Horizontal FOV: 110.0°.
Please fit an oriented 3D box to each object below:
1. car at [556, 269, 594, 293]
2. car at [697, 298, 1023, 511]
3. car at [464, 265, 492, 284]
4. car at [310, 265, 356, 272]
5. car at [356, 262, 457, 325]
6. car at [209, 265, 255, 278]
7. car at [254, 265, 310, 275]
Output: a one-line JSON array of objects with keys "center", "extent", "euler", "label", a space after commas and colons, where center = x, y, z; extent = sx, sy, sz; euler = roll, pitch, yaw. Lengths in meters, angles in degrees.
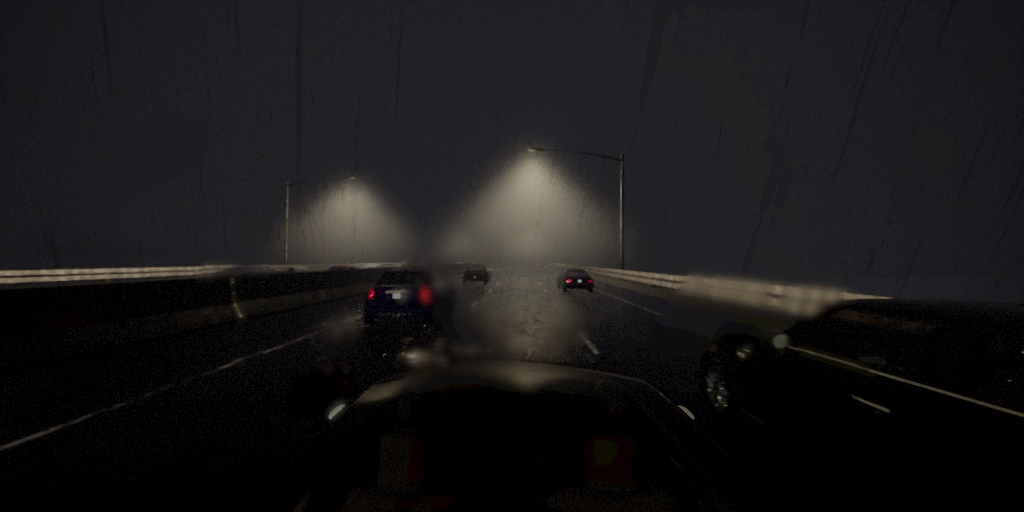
[{"center": [4.005, 1.549, 23.371], "extent": [2.033, 1.411, 5.357], "euler": [0, -1, 2], "label": "car"}, {"center": [3.586, 1.142, 3.113], "extent": [2.097, 1.767, 4.553], "euler": [0, -1, 1], "label": "car"}, {"center": [-2.803, 1.503, 30.131], "extent": [1.882, 1.535, 5.008], "euler": [0, -1, 2], "label": "car"}, {"center": [-13.554, 1.455, 28.379], "extent": [1.812, 1.442, 4.674], "euler": [0, -1, 2], "label": "car"}, {"center": [-3.240, 1.188, 12.406], "extent": [2.097, 1.767, 4.553], "euler": [0, -1, 1], "label": "car"}, {"center": [-20.576, 1.420, 27.871], "extent": [2.033, 1.411, 5.357], "euler": [0, -1, 2], "label": "car"}, {"center": [-17.076, 1.498, 27.748], "extent": [1.895, 1.301, 4.718], "euler": [0, -1, 2], "label": "car"}]
